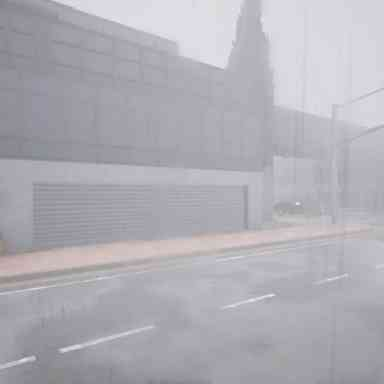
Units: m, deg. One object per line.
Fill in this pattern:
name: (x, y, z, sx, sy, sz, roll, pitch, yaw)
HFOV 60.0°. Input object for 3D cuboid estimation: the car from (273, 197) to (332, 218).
car: (9.736, 1.491, 30.393, 2.128, 1.511, 4.902, 0, 0, -37)

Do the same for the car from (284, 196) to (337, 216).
car: (11.825, 1.352, 33.450, 2.097, 1.767, 4.553, 0, 0, -37)
